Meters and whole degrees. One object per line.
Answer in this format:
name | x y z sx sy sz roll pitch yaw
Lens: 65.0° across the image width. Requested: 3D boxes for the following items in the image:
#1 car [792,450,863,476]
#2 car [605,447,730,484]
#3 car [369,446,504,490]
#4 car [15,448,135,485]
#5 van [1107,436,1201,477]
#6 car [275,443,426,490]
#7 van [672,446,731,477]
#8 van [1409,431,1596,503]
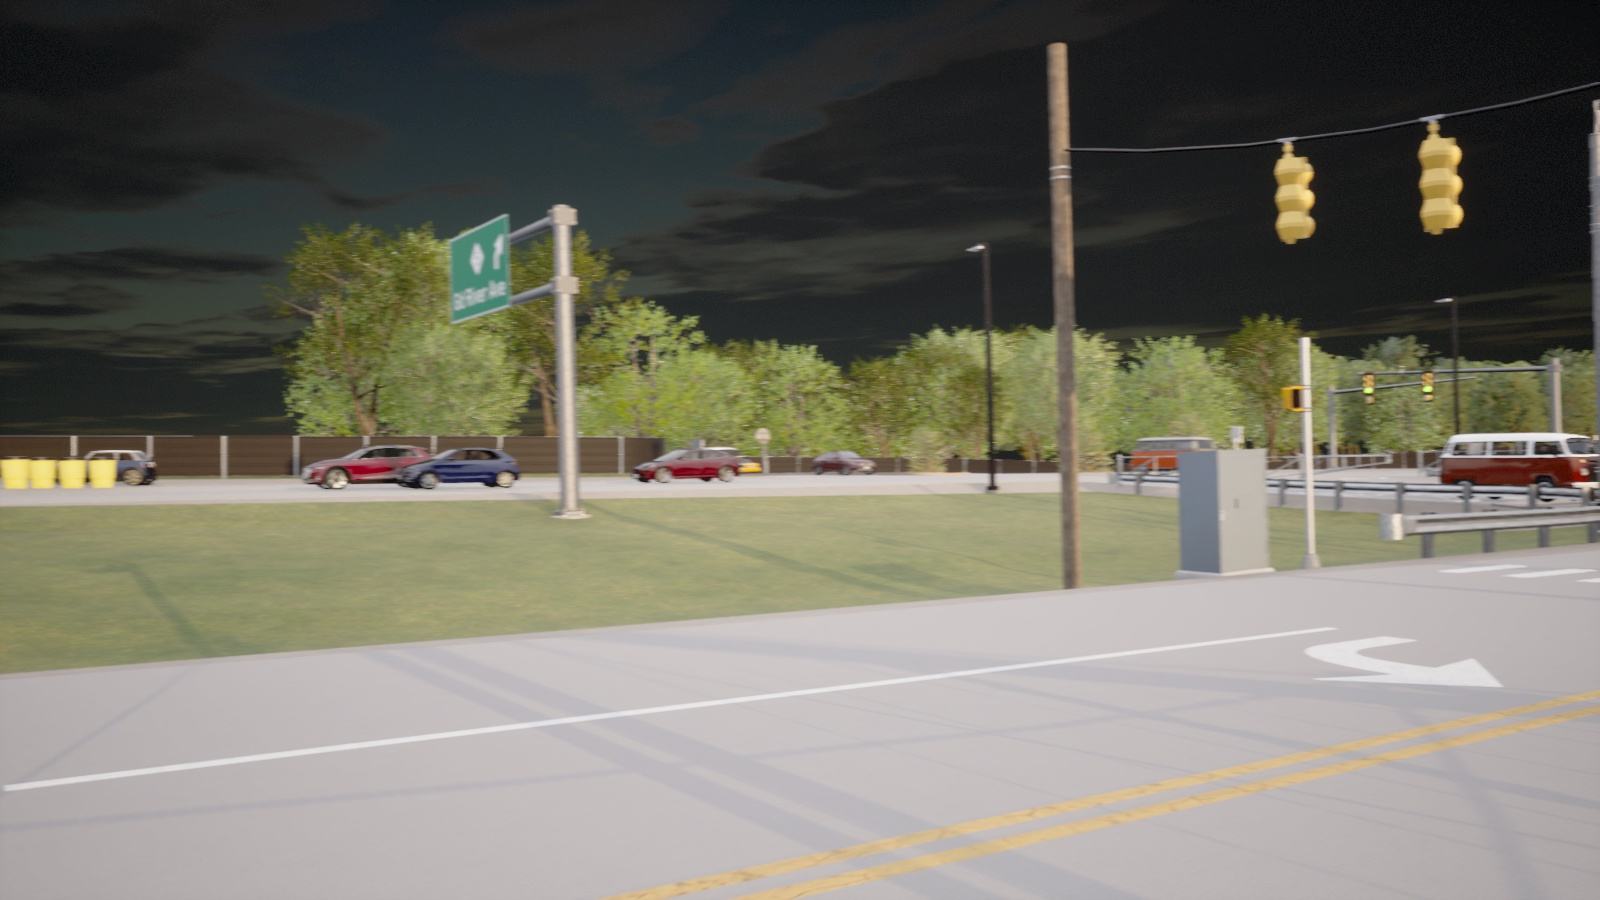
car | 1.579 0.756 73.564 1.812 1.442 4.674 0 0 -34
car | -5.612 0.647 53.343 4.792 1.488 2.163 0 -1 -34
car | -12.813 0.625 44.323 4.193 1.474 1.816 0 -1 -34
car | -29.374 0.655 51.017 3.806 1.475 1.970 0 0 -13
van | 17.796 0.363 63.366 1.775 1.987 4.442 0 -1 -35
car | -16.473 0.594 46.087 4.856 1.649 2.033 0 -1 -34
van | -6.769 0.802 85.837 2.069 2.038 4.480 -1 -1 -34
van | 21.138 0.526 37.958 2.069 2.038 4.480 0 -1 -30
